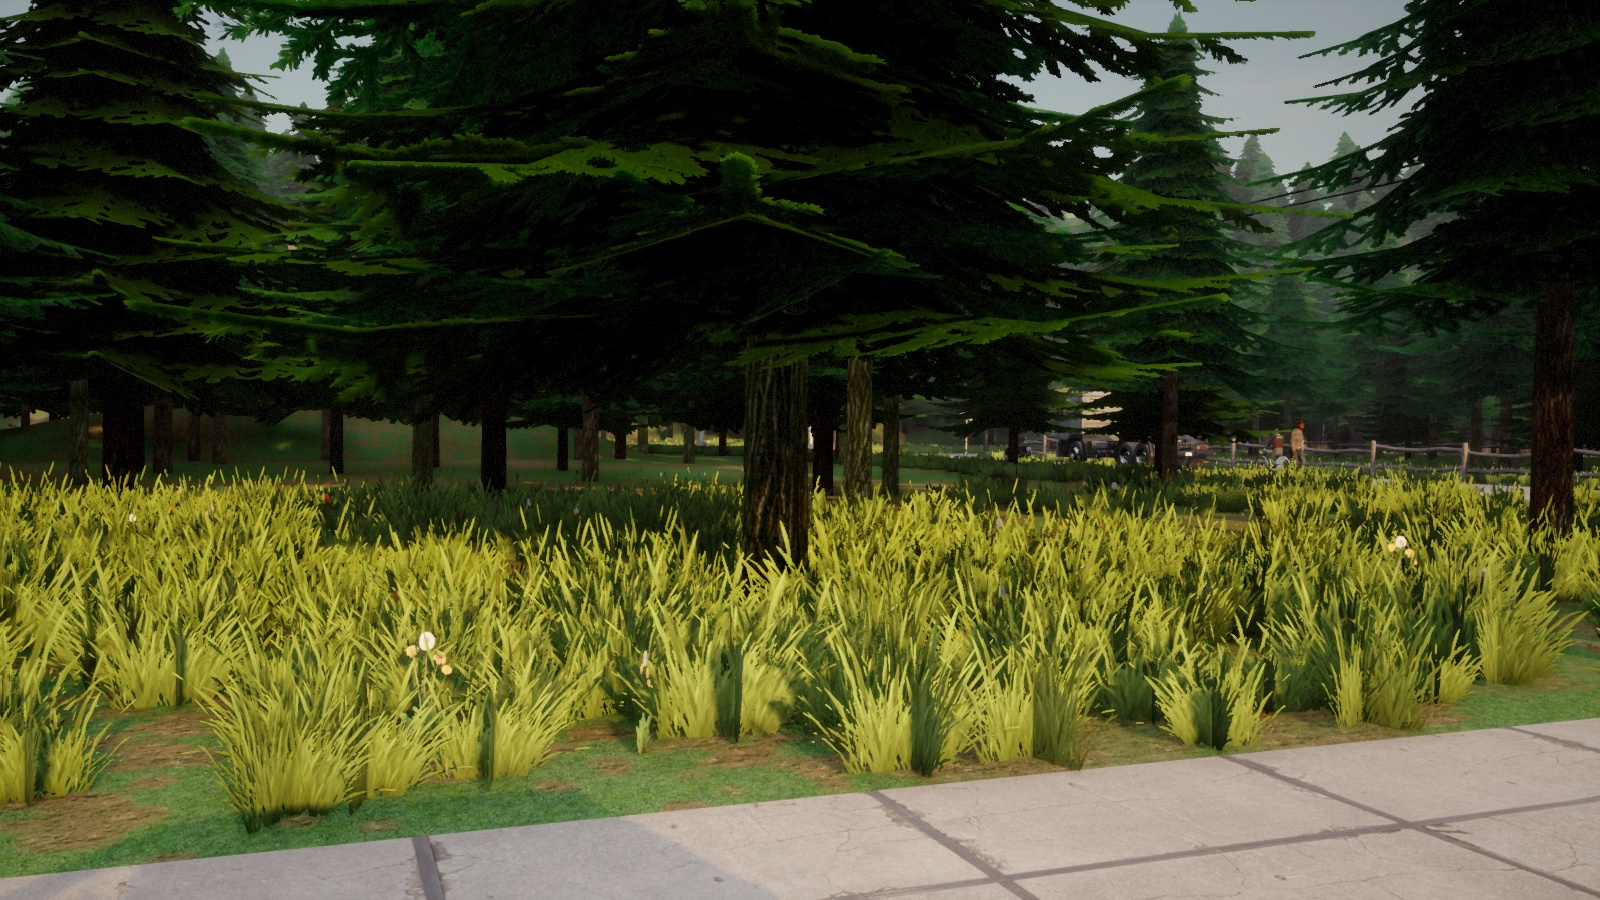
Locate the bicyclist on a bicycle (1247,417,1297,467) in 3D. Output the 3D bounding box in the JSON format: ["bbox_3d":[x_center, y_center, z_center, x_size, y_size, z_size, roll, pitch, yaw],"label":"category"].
[{"bbox_3d":[17.237,-0.291,45.889,0.659,1.776,1.843,-1,1,-20],"label":"bicyclist on a bicycle"}]

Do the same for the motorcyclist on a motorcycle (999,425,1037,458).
[{"bbox_3d":[10.977,-0.428,63.368,0.766,1.649,2.350,-1,1,-21],"label":"motorcyclist on a motorcycle"}]

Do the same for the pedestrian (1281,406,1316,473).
[{"bbox_3d":[13.631,-0.288,34.349,0.328,1.805,0.869,-1,1,-26],"label":"pedestrian"}]

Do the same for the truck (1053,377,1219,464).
[{"bbox_3d":[14.276,-1.246,54.160,2.891,3.462,7.936,-1,1,-20],"label":"truck"}]
